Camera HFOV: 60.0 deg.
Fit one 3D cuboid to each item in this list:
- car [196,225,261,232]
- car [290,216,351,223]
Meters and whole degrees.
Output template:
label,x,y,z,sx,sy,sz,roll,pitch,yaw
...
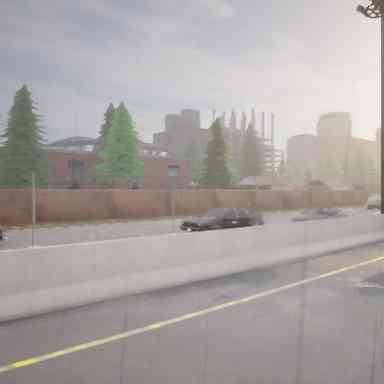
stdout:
label,x,y,z,sx,sy,sz,roll,pitch,yaw
car,1.904,1.583,19.027,5.357,1.411,2.033,0,0,-39
car,7.367,1.575,18.951,4.181,1.385,1.994,0,0,-39
